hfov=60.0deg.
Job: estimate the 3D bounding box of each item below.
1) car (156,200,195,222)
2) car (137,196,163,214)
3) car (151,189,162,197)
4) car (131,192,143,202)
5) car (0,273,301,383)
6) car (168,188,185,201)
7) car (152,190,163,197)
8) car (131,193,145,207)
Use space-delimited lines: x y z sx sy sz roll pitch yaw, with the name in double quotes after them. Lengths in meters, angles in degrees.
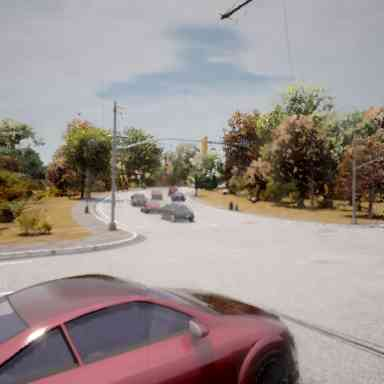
-1.301 1.754 29.030 1.837 1.490 4.892 1 0 -23 "car"
-4.624 1.611 37.696 1.812 1.442 4.674 1 1 -19 "car"
-7.424 0.203 70.562 1.994 1.385 4.181 1 3 -1 "car"
-9.474 0.837 57.104 1.895 1.301 4.718 1 3 -9 "car"
-0.788 1.573 3.342 4.181 1.385 1.994 1 0 -38 "car"
-2.459 0.713 58.816 2.097 1.767 4.553 1 3 -9 "car"
-6.258 0.643 60.579 1.882 1.535 5.008 1 3 -8 "car"
-7.428 1.086 47.260 2.097 1.767 4.553 1 2 -14 "car"
